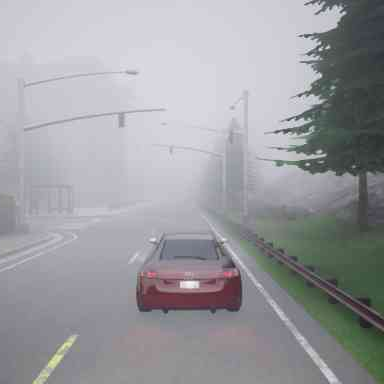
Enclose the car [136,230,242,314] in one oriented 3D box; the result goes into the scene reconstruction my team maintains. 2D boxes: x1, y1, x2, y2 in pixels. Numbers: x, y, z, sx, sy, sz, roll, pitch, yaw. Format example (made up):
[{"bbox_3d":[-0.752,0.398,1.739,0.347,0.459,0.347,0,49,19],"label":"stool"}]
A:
[{"bbox_3d":[-0.076,1.564,7.723,1.994,1.385,4.181,0,0,-1],"label":"car"}]
